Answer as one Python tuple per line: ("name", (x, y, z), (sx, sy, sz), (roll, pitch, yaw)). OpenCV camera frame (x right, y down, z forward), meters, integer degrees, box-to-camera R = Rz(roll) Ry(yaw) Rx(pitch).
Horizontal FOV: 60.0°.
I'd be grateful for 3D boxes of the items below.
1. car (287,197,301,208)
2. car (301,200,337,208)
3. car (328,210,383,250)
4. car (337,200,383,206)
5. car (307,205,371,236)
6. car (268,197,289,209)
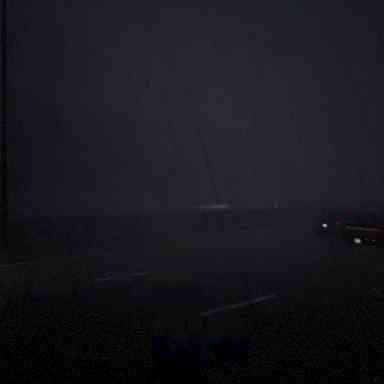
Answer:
("car", (14.026, 1.672, 40.069), (4.181, 1.385, 1.994), (0, 0, -24))
("car", (14.919, 1.585, 36.637), (4.902, 1.511, 2.128), (0, 0, -24))
("car", (7.960, 1.519, 13.070), (4.902, 1.511, 2.128), (0, 0, -31))
("car", (17.724, 1.555, 34.052), (5.008, 1.535, 1.882), (0, 0, -23))
("car", (8.224, 1.606, 17.277), (4.181, 1.385, 1.994), (0, 0, -30))
("car", (12.031, 1.474, 43.004), (4.553, 1.767, 2.097), (0, 0, -24))
